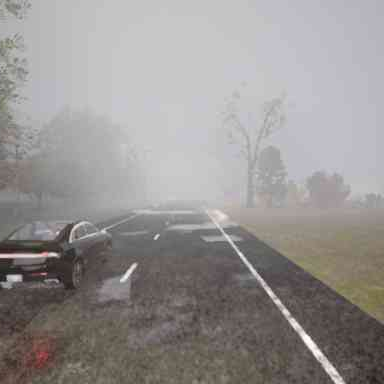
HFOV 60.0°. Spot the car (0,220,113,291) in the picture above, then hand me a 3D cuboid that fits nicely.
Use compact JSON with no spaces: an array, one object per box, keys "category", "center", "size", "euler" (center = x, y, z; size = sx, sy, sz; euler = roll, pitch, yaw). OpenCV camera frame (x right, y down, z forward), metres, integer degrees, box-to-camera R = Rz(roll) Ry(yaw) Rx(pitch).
[{"category":"car","center":[-3.504,1.489,8.993],"size":[2.128,1.511,4.902],"euler":[0,0,0]}]
